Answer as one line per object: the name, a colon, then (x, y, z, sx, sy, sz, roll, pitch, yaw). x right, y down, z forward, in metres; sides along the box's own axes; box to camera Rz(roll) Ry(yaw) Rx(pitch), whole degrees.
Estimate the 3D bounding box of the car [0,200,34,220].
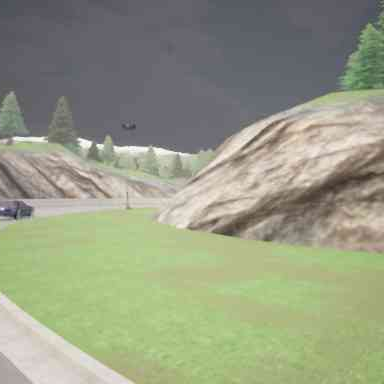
car: (-16.148, 1.512, 30.257, 2.097, 1.767, 4.553, 0, 0, -4)
